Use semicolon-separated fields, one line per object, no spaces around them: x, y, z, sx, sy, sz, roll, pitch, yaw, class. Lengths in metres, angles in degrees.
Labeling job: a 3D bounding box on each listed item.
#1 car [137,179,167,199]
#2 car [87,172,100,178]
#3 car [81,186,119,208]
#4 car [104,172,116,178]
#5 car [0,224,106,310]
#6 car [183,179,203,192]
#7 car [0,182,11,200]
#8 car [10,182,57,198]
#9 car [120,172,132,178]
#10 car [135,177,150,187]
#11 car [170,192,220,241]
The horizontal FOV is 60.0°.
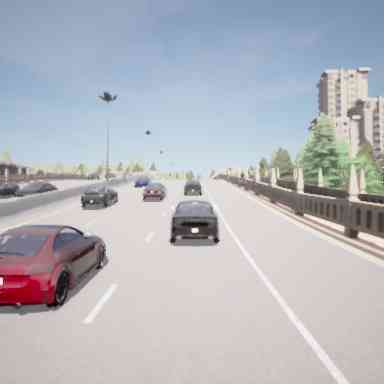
-3.401;-0.148;30.876;2.033;1.411;5.357;0;5;0;car
-21.003;-3.414;71.200;1.837;1.490;4.892;0;3;0;car
-6.901;0.256;25.236;2.128;1.511;4.902;0;5;0;car
-17.503;-3.415;71.200;1.837;1.490;4.892;0;3;0;car
-3.400;1.432;7.705;1.994;1.385;4.181;0;2;0;car
0.094;-0.609;36.055;1.837;1.490;4.892;0;5;0;car
-17.592;-0.172;30.468;2.128;1.511;4.902;0;5;0;car
-14.093;-0.186;30.472;1.882;1.535;5.008;0;5;0;car
-14.003;-3.561;71.223;2.097;1.767;4.553;0;3;0;car
-6.902;-1.486;47.573;1.994;1.385;4.181;0;5;0;car
0.099;1.052;14.223;1.882;1.535;5.008;0;4;0;car
